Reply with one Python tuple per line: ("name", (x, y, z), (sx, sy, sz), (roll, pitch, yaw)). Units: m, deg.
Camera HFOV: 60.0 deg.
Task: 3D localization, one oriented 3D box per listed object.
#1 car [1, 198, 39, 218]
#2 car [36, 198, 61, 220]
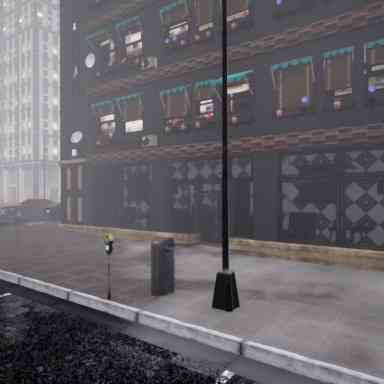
("car", (-12.897, 1.262, 27.047), (1.812, 1.442, 4.674), (0, 1, 35))
("car", (-8.261, 1.279, 23.555), (1.947, 1.339, 4.313), (1, 1, 35))
